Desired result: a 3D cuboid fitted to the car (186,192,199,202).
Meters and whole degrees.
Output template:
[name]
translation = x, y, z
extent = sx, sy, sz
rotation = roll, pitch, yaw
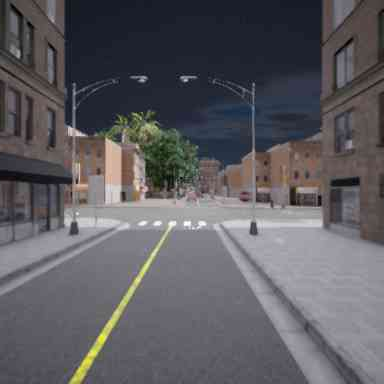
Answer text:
[car]
translation = -0.080, 1.175, 73.871
extent = 2.150, 2.045, 5.566
rotation = 0, 0, 0
